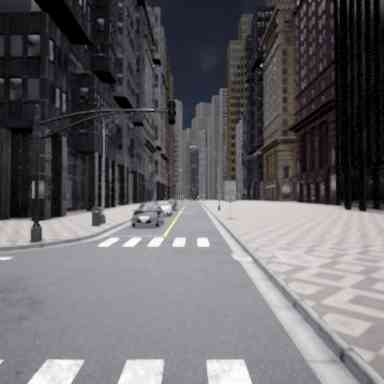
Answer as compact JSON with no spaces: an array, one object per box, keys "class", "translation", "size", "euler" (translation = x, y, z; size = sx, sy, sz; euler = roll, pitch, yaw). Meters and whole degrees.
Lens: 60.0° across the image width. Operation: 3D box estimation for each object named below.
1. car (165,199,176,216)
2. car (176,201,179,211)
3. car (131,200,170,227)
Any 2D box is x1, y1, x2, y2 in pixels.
[{"class":"car","translation":[-2.953,1.623,33.170],"size":[1.812,1.442,4.674],"euler":[0,0,1]},{"class":"car","translation":[-2.836,1.655,43.452],"size":[1.837,1.490,4.892],"euler":[0,0,1]},{"class":"car","translation":[-3.003,1.549,23.344],"size":[2.128,1.511,4.902],"euler":[0,0,0]}]
